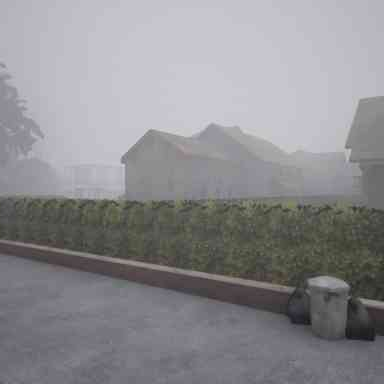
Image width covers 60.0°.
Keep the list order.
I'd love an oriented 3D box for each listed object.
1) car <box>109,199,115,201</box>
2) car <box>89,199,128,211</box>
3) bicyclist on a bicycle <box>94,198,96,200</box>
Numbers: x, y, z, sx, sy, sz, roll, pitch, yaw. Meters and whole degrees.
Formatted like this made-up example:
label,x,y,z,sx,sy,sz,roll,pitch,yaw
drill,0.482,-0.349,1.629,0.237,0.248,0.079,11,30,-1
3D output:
label,x,y,z,sx,sy,sz,roll,pitch,yaw
car,-6.470,1.355,25.679,5.357,1.415,2.033,0,0,38
car,-10.541,1.599,42.388,1.895,1.301,4.718,0,0,36
bicyclist on a bicycle,-8.768,1.348,30.370,1.656,1.620,0.582,0,0,35
